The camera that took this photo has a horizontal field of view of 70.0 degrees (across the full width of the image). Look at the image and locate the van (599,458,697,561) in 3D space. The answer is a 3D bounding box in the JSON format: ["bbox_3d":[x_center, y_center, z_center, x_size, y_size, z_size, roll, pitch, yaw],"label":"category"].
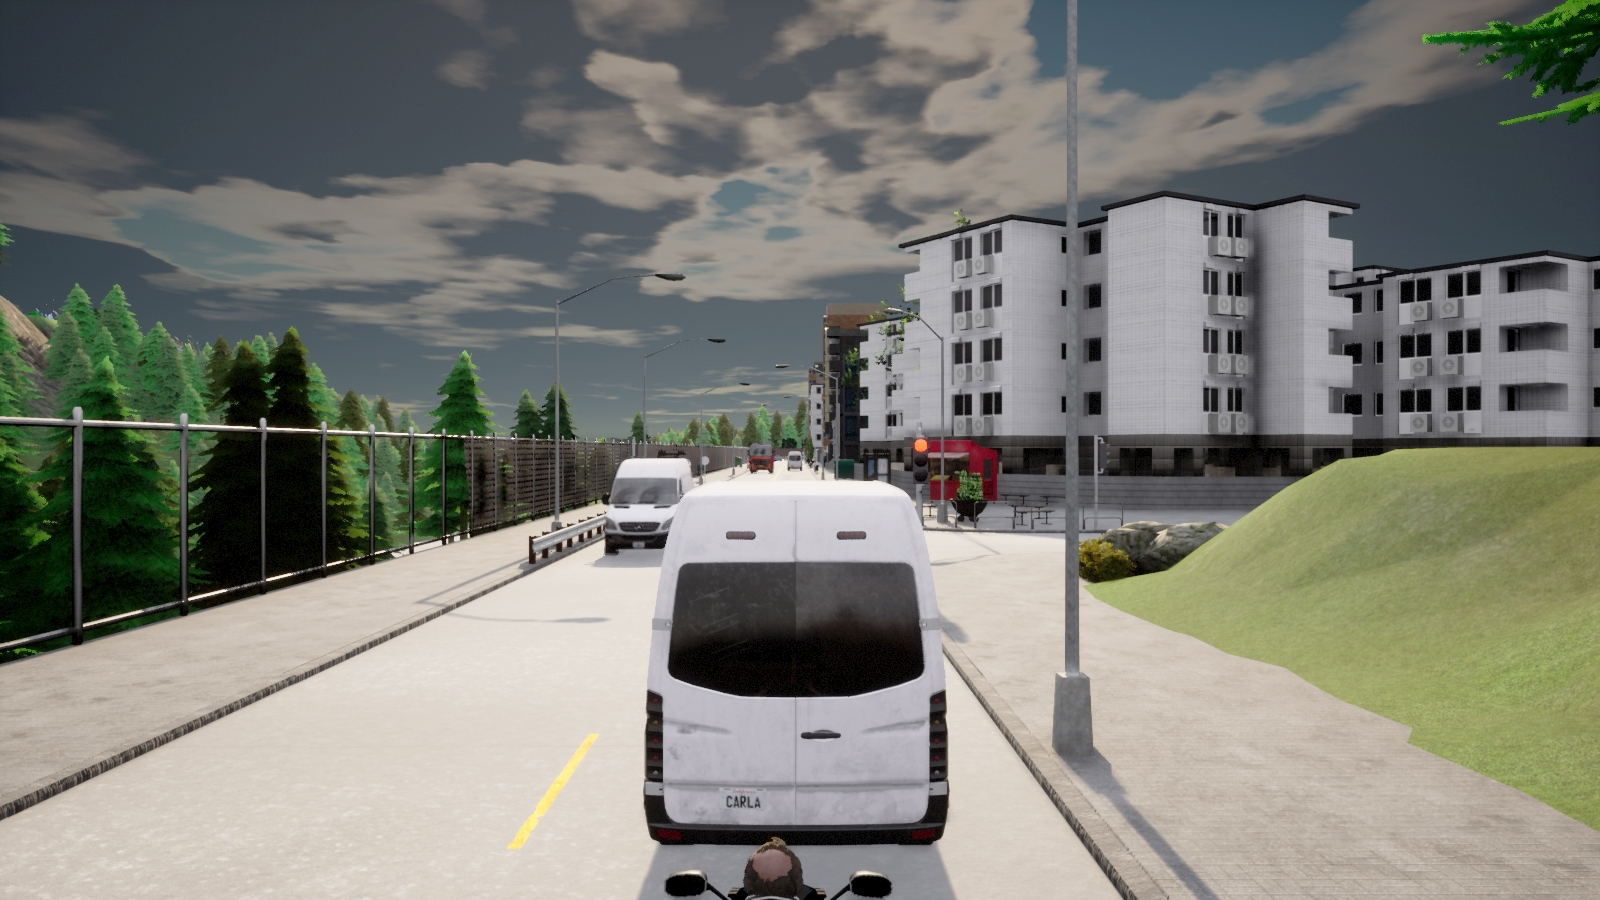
[{"bbox_3d":[-4.131,1.534,32.036,1.988,2.561,5.915,0,0,0],"label":"van"}]

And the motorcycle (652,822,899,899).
[{"bbox_3d":[-0.090,2.205,3.746,0.867,1.251,2.209,0,0,1],"label":"motorcycle"}]

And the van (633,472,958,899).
[{"bbox_3d":[-0.034,1.534,9.946,1.988,2.561,5.915,0,0,0],"label":"van"}]
